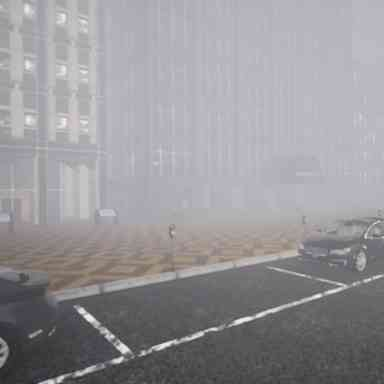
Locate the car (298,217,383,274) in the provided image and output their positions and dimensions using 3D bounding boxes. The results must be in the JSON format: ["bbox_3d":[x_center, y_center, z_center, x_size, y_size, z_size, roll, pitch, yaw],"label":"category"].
[{"bbox_3d":[5.082,1.474,10.235,4.403,1.369,2.008,-1,0,-36],"label":"car"}]

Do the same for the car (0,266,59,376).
[{"bbox_3d":[-3.885,1.560,3.785,4.403,1.369,2.008,-1,0,-36],"label":"car"}]
